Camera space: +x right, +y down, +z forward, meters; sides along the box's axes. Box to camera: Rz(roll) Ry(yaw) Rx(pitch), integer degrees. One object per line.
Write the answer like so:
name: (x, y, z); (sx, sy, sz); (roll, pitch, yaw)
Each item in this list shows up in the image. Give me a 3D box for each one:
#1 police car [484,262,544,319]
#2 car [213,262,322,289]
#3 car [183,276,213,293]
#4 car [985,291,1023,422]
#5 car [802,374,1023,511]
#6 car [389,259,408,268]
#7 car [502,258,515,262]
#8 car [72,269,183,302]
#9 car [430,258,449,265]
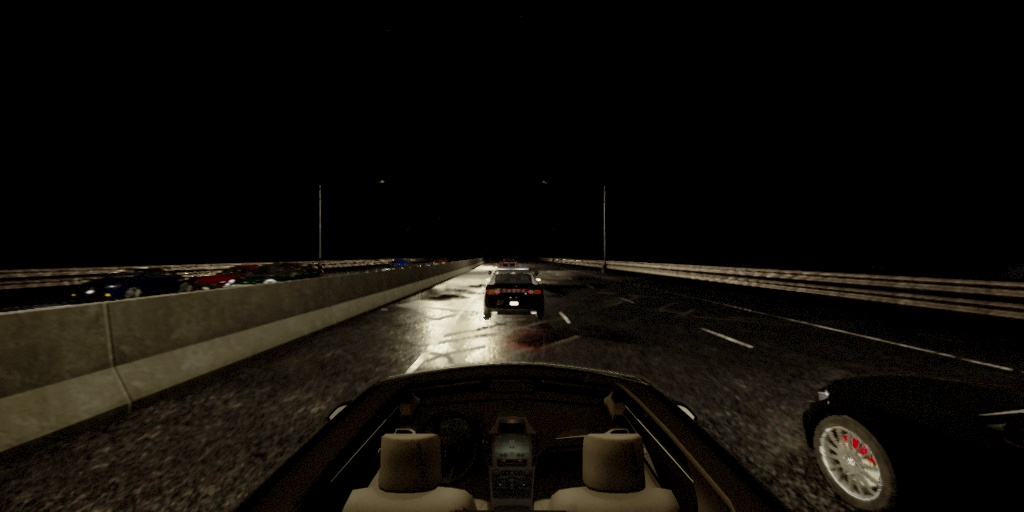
police car: (0.047, 1.174, 13.015); (1.930, 1.638, 5.238); (0, 0, 0)
car: (-10.682, 1.102, 16.430); (2.097, 1.767, 4.553); (0, 0, -1)
car: (-14.207, 1.227, 19.103); (1.882, 1.535, 5.008); (0, 0, -1)
car: (7.091, 1.226, 2.159); (1.882, 1.535, 5.008); (0, 0, 0)
car: (3.593, 1.275, 1.330); (1.812, 1.442, 4.674); (0, 0, 0)
car: (-18.505, 1.198, 58.631); (1.882, 1.535, 5.008); (0, 0, -1)
car: (-0.417, 1.083, 42.813); (2.097, 1.767, 4.553); (0, 0, -1)
car: (-17.687, 1.315, 17.009); (1.994, 1.385, 4.181); (0, 0, -1)
car: (-11.501, 1.071, 58.417); (2.097, 1.767, 4.553); (0, 0, -1)
